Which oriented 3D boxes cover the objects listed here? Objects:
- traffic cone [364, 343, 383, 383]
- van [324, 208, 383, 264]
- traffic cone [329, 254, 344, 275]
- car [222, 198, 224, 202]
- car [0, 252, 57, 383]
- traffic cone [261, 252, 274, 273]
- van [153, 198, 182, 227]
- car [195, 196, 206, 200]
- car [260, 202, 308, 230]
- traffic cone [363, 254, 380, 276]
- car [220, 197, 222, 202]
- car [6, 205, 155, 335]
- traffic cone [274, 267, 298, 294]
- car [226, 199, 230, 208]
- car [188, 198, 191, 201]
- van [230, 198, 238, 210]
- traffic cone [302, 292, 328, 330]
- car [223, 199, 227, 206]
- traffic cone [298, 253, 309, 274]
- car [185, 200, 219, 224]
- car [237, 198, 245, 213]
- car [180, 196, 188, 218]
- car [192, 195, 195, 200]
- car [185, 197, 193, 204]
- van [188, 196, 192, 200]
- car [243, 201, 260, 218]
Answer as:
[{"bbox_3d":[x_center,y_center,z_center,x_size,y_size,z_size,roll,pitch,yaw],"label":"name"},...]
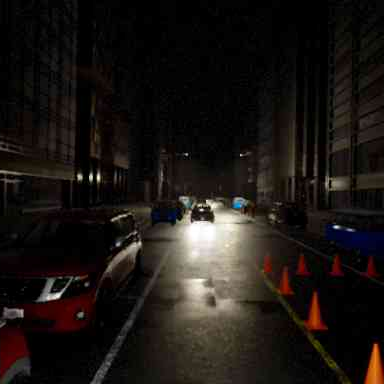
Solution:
[{"bbox_3d":[2.097,2.022,3.799,0.340,0.580,0.340,1,0,1],"label":"traffic cone"},{"bbox_3d":[6.350,1.548,12.361,1.690,1.788,3.998,1,0,1],"label":"van"},{"bbox_3d":[4.238,2.103,9.749,0.340,0.580,0.340,1,0,1],"label":"traffic cone"},{"bbox_3d":[7.678,2.142,68.604,1.752,1.417,4.829,1,0,1],"label":"car"},{"bbox_3d":[-2.439,1.402,1.336,1.967,1.590,4.097,1,0,1],"label":"car"},{"bbox_3d":[2.239,2.065,9.797,0.340,0.580,0.340,1,0,1],"label":"traffic cone"},{"bbox_3d":[-1.906,1.463,23.768,1.690,1.788,3.998,1,0,1],"label":"van"},{"bbox_3d":[1.967,1.871,70.689,2.097,1.767,4.553,1,0,1],"label":"car"},{"bbox_3d":[6.616,1.602,23.576,2.192,1.841,5.009,1,0,1],"label":"car"},{"bbox_3d":[5.238,2.123,9.726,0.340,0.580,0.340,1,0,1],"label":"traffic cone"},{"bbox_3d":[7.810,2.184,74.211,1.752,1.417,4.829,1,0,1],"label":"car"},{"bbox_3d":[-2.303,1.317,6.945,2.192,1.841,5.009,1,0,1],"label":"car"},{"bbox_3d":[2.192,2.051,7.798,0.340,0.580,0.340,1,0,1],"label":"traffic cone"},{"bbox_3d":[7.408,2.077,57.219,1.887,1.381,4.507,1,0,1],"label":"car"},{"bbox_3d":[-1.512,1.795,40.590,2.008,1.369,4.403,1,0,1],"label":"car"},{"bbox_3d":[7.279,1.833,51.612,1.690,1.788,3.998,1,0,1],"label":"van"},{"bbox_3d":[2.145,2.036,5.799,0.340,0.580,0.340,1,0,1],"label":"traffic cone"},{"bbox_3d":[7.540,2.140,62.826,1.947,1.339,4.313,1,0,1],"label":"car"},{"bbox_3d":[3.239,2.084,9.773,0.340,0.580,0.340,1,0,1],"label":"traffic cone"},{"bbox_3d":[0.834,1.687,26.617,2.128,1.511,4.902,1,0,2],"label":"car"},{"bbox_3d":[7.012,1.849,40.397,1.967,1.590,4.097,1,0,1],"label":"car"},{"bbox_3d":[-1.772,1.478,29.376,2.192,1.841,5.009,1,0,1],"label":"car"},{"bbox_3d":[-0.978,1.849,63.022,1.967,1.590,4.097,1,0,1],"label":"car"},{"bbox_3d":[-0.587,2.062,79.674,1.752,1.417,4.829,1,0,1],"label":"car"},{"bbox_3d":[-1.242,1.668,51.807,1.690,1.788,3.998,1,0,1],"label":"van"},{"bbox_3d":[6.877,1.913,34.789,1.887,1.381,4.507,1,0,1],"label":"car"}]
